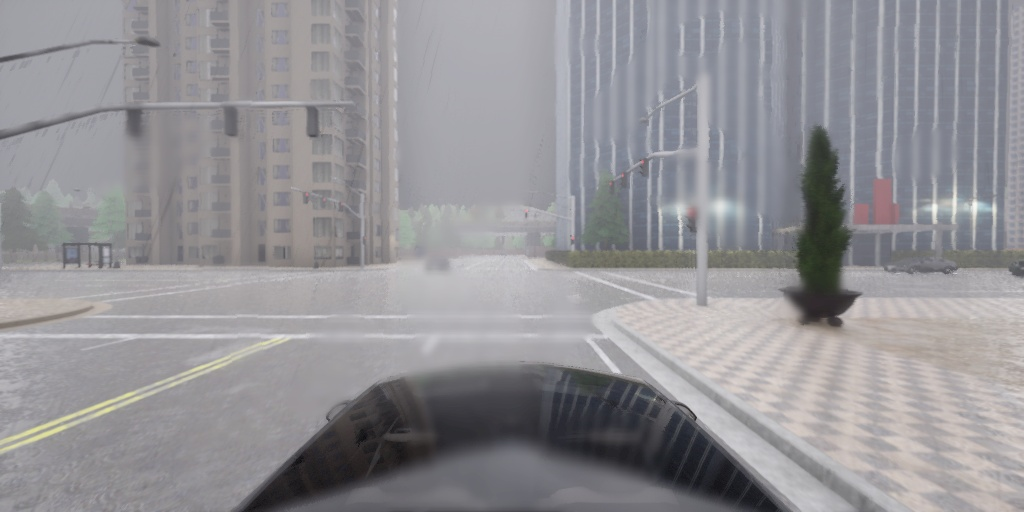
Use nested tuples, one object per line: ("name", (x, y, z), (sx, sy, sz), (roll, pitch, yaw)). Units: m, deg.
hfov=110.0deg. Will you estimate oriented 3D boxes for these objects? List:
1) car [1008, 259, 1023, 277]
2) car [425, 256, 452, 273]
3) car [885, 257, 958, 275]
("car", (40.865, 0.596, 26.703), (5.566, 2.045, 2.150), (0, 1, 0))
("car", (-7.002, 0.811, 34.503), (2.128, 1.511, 4.902), (0, 1, 0))
("car", (34.329, 0.812, 30.164), (4.902, 1.511, 2.128), (0, 1, 0))
